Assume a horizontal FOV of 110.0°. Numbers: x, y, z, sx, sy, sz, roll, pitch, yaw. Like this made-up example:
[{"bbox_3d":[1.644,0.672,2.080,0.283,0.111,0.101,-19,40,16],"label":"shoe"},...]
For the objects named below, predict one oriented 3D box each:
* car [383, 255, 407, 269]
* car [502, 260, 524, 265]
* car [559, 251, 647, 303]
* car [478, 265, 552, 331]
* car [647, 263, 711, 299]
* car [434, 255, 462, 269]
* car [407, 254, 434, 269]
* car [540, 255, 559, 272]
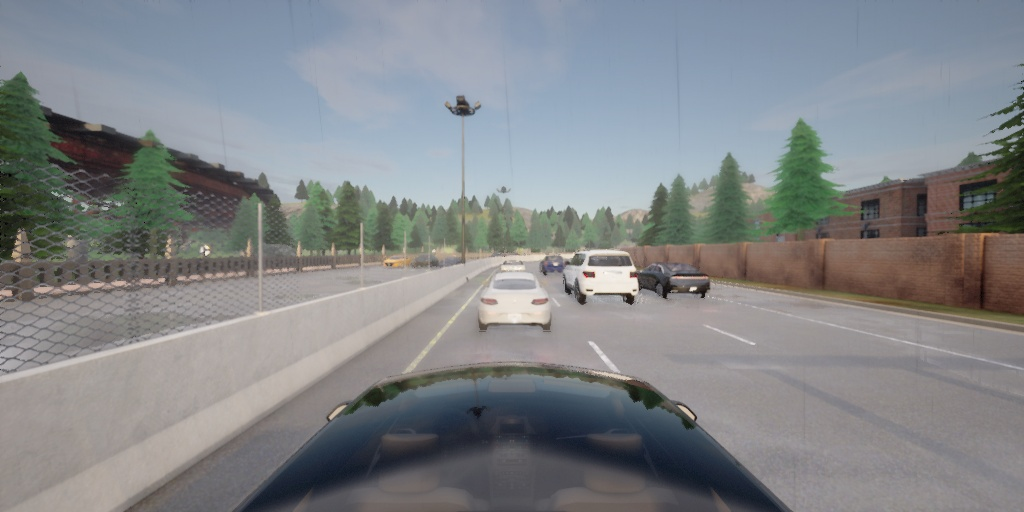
[{"bbox_3d":[-13.673,0.686,42.915,1.882,1.535,5.008,0,0,4],"label":"car"},{"bbox_3d":[0.097,0.975,30.237,1.895,1.301,4.718,0,1,0],"label":"car"},{"bbox_3d":[3.593,0.791,15.421,2.150,2.045,5.566,0,1,0],"label":"car"},{"bbox_3d":[0.074,1.161,10.379,1.812,1.442,4.674,0,1,0],"label":"car"},{"bbox_3d":[7.094,1.047,16.439,2.128,1.511,4.902,0,1,0],"label":"car"},{"bbox_3d":[-6.871,0.785,40.683,2.033,1.411,5.357,0,1,3],"label":"car"},{"bbox_3d":[-10.207,0.569,42.225,2.097,1.767,4.553,0,1,4],"label":"car"},{"bbox_3d":[3.598,0.709,31.561,2.097,1.767,4.553,0,1,0],"label":"car"}]
